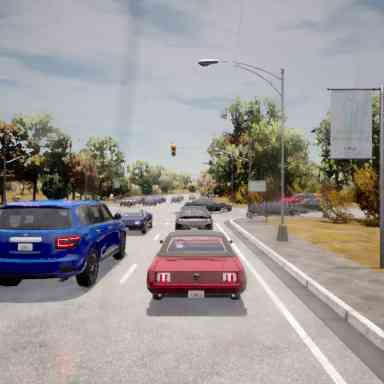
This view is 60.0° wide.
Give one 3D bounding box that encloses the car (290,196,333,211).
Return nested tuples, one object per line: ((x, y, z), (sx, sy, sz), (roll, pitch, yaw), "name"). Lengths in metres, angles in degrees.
((13.401, 1.505, 37.865), (4.892, 1.490, 1.837), (0, 0, 3), "car")

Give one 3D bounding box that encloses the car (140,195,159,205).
((-7.074, 1.526, 56.137), (1.812, 1.442, 4.674), (0, 0, 0), "car")

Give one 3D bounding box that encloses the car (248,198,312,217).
((7.934, 1.547, 30.973), (5.357, 1.411, 2.033), (0, 0, 3), "car")

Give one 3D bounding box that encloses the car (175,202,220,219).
((0.103, 1.491, 17.623), (2.128, 1.511, 4.902), (0, 0, 0), "car")

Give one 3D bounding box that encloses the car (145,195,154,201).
((-10.489, 1.523, 82.558), (1.812, 1.442, 4.674), (0, 0, 0), "car")

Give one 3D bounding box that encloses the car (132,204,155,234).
((-3.398, 1.601, 19.261), (1.895, 1.301, 4.718), (0, 0, 0), "car")

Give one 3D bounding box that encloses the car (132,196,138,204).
((-10.580, 1.601, 54.771), (1.895, 1.301, 4.718), (0, 0, 0), "car")

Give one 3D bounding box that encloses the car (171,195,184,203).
((-3.437, 1.507, 71.708), (2.128, 1.511, 4.902), (0, 0, 0), "car")

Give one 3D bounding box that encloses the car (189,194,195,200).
((0.013, 1.360, 95.509), (1.882, 1.535, 5.008), (0, 0, 0), "car")

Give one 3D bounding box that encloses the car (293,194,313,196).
((13.448, 1.221, 41.382), (5.566, 2.045, 2.150), (0, 0, 4), "car")

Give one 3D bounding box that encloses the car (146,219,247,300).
((0.104, 1.601, 8.353), (1.895, 1.301, 4.718), (0, 0, 0), "car")

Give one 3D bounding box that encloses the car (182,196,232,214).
((1.710, 1.477, 34.831), (5.008, 1.535, 1.882), (0, 0, 3), "car")

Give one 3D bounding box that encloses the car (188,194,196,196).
((0.011, 1.533, 85.090), (2.033, 1.411, 5.357), (0, 0, 0), "car")

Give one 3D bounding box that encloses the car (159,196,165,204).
((-7.023, 1.477, 65.467), (1.882, 1.535, 5.008), (0, 0, 1), "car")

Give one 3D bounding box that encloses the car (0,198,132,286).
((-3.403, 1.221, 9.507), (2.150, 2.045, 5.566), (0, 0, 0), "car")

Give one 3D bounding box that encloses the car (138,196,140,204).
((-10.538, 1.525, 63.806), (1.812, 1.442, 4.674), (0, 0, 1), "car")

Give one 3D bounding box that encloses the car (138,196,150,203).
((-10.490, 1.552, 72.530), (1.994, 1.385, 4.181), (0, 0, 0), "car")

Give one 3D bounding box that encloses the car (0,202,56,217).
((-15.467, 1.600, 31.443), (4.718, 1.301, 1.895), (0, 0, 17), "car")
